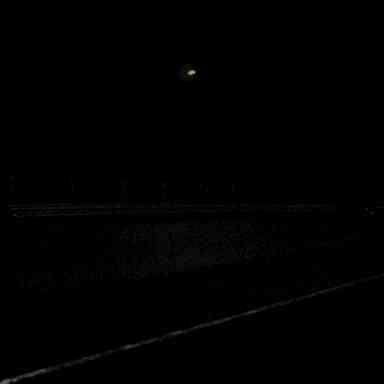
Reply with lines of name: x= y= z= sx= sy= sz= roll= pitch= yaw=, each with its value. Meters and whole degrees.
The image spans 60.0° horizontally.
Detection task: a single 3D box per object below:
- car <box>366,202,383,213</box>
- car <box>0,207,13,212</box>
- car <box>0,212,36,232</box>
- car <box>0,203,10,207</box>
car: x=24.433 y=2.246 z=42.360 sx=5.566 sy=2.045 sz=2.150 roll=3 pitch=-2 yaw=-35
car: x=-9.486 y=1.544 z=13.909 sx=5.357 sy=1.411 sz=2.033 roll=1 pitch=0 yaw=-35
car: x=-7.427 y=1.561 z=11.079 sx=4.181 sy=1.385 sz=1.994 roll=1 pitch=0 yaw=-35
car: x=-11.340 y=1.348 z=16.885 sx=4.553 sy=1.767 sz=2.097 roll=1 pitch=0 yaw=-35
